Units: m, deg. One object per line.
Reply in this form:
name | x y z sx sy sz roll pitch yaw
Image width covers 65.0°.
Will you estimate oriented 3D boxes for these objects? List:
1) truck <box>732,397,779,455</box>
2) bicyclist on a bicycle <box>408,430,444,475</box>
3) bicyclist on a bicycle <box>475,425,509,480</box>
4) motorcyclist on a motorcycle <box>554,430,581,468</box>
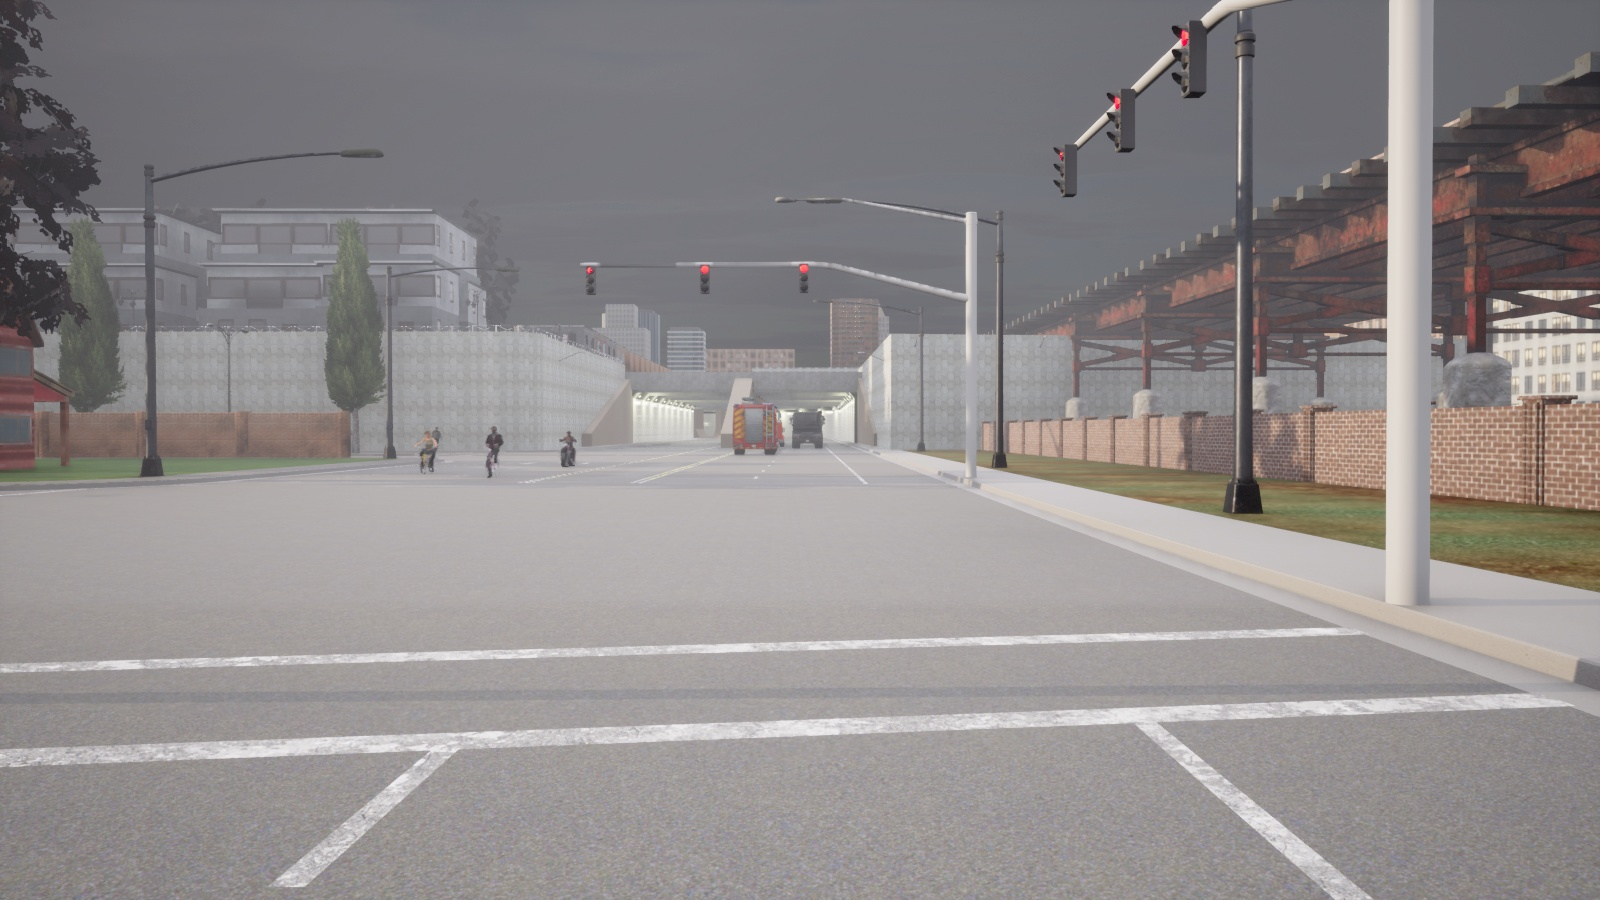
truck | -3.002 -1.659 86.873 2.891 3.827 8.468 0 1 0
bicyclist on a bicycle | -13.720 0.067 46.104 0.866 1.612 1.509 0 1 0
bicyclist on a bicycle | -10.246 0.071 41.804 0.659 1.776 1.843 0 1 0
motorcyclist on a motorcycle | -10.168 -0.054 54.977 0.766 1.649 2.350 0 1 0
